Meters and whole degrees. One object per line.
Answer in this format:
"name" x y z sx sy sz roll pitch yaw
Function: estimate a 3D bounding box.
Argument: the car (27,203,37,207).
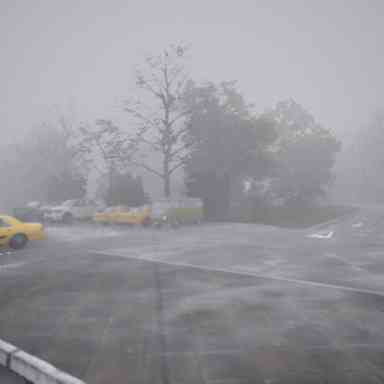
"car" -12.400 1.958 31.037 2.231 1.521 4.892 -2 -1 35

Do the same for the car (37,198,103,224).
"car" -10.125 1.622 29.432 2.435 2.045 5.566 -2 -1 35

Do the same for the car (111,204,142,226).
"car" -3.138 1.676 24.796 1.946 1.575 5.366 -1 -1 35

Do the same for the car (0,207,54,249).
"car" -8.634 1.618 13.215 1.946 1.575 5.366 -1 -1 35

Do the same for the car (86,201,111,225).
"car" -5.317 1.731 26.323 1.946 1.575 5.366 -2 -1 35

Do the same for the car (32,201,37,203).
"car" -14.611 1.789 32.545 2.435 2.045 5.566 -2 -1 35

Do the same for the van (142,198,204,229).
"van" -1.027 1.401 22.948 1.878 1.987 4.442 -1 -1 35
